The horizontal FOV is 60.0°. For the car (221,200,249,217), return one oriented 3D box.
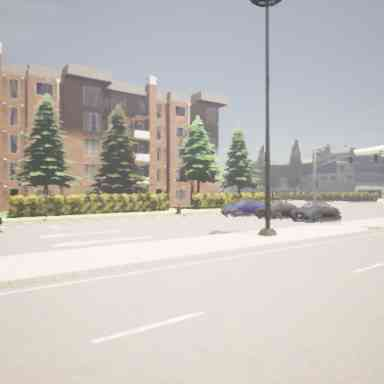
[{"bbox_3d":[4.719,1.441,30.087,4.674,1.442,1.812,0,0,-36],"label":"car"}]

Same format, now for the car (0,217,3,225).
[{"bbox_3d":[-12.739,1.603,17.525,4.718,1.301,1.895,0,0,-35],"label":"car"}]

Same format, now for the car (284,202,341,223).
[{"bbox_3d":[9.208,1.477,24.698,4.181,1.385,1.994,0,0,-36],"label":"car"}]

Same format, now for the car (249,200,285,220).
[{"bbox_3d":[7.100,1.477,27.494,4.181,1.385,1.994,0,0,-36],"label":"car"}]
